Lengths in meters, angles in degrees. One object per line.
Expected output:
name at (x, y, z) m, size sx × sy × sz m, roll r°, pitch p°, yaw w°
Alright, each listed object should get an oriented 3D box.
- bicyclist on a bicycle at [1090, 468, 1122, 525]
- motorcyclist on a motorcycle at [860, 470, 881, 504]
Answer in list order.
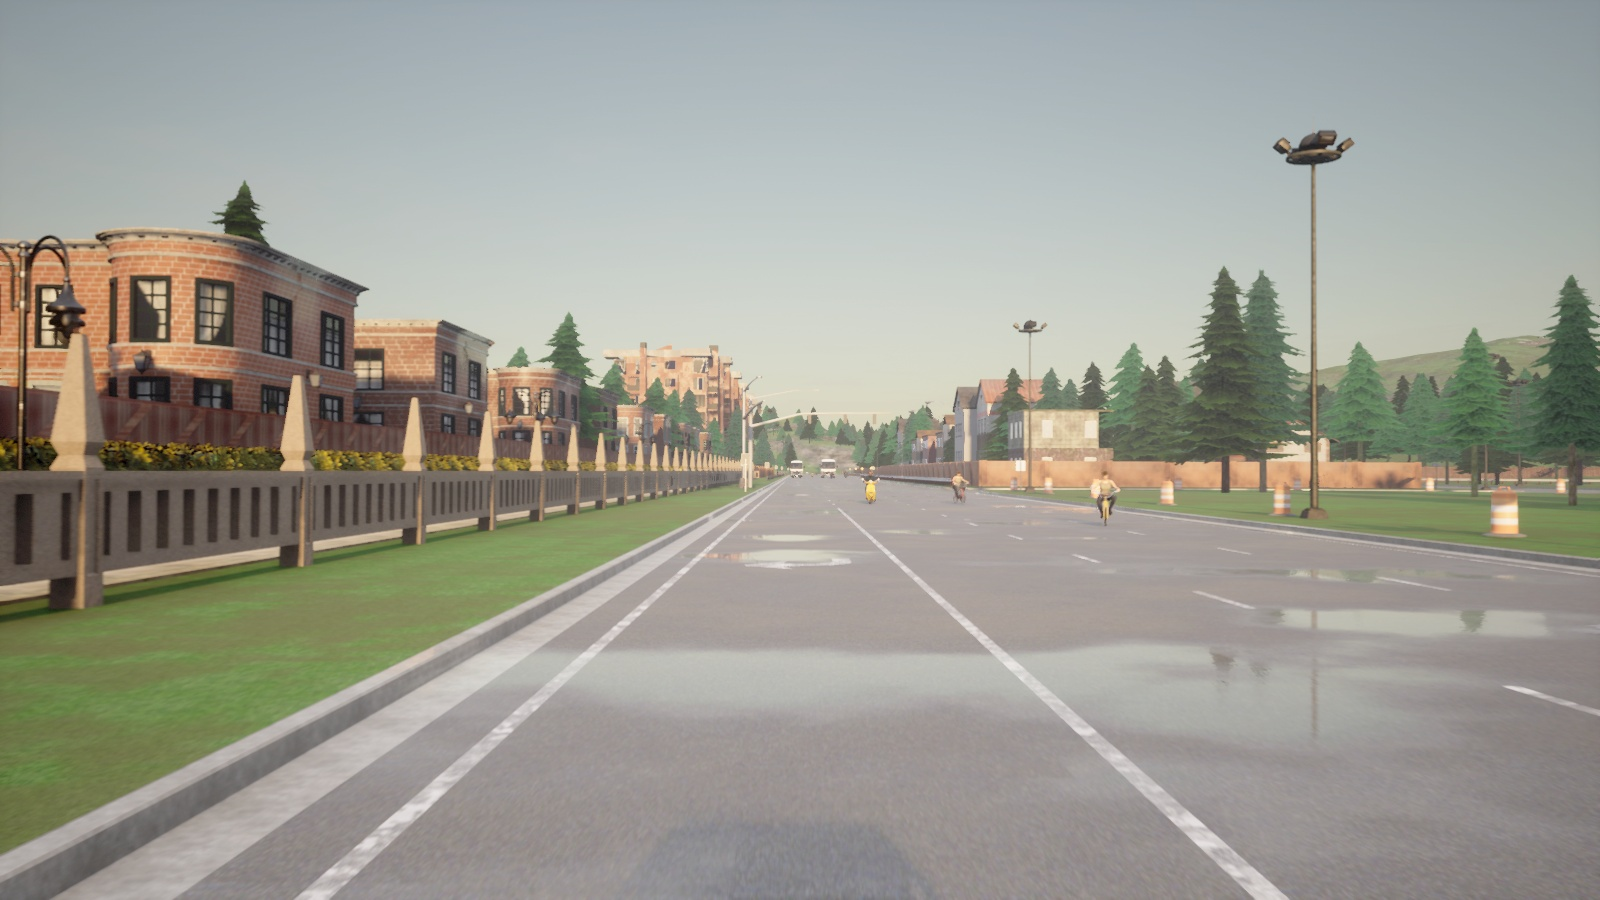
bicyclist on a bicycle at (8.817, 1.323, 36.248) m, size 0.866 × 1.612 × 1.509 m, roll 0°, pitch -1°, yaw 13°
motorcyclist on a motorcycle at (3.356, 1.754, 59.704) m, size 0.866 × 1.590 × 1.817 m, roll 0°, pitch -1°, yaw 0°
